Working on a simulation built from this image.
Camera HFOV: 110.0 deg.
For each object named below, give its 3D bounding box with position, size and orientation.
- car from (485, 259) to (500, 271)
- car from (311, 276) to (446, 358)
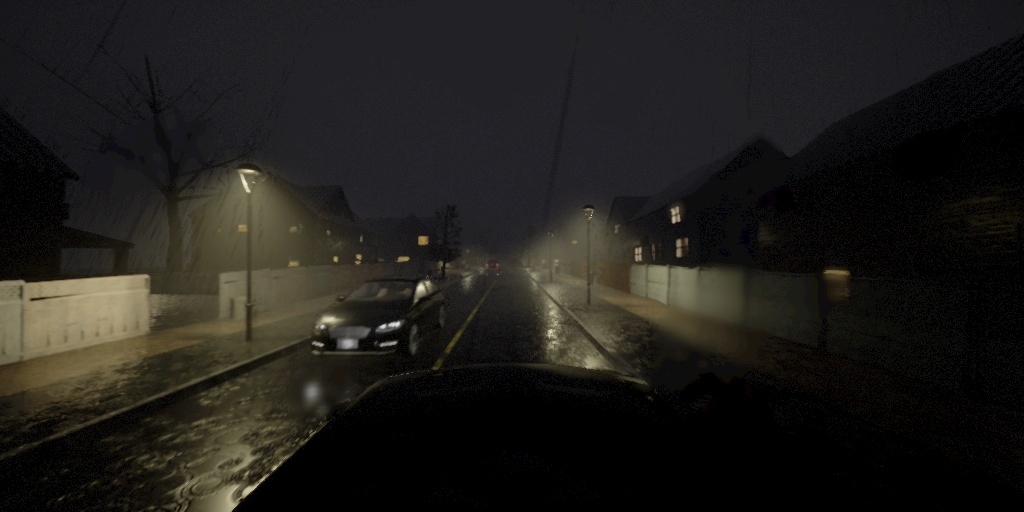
[{"bbox_3d":[-2.832,1.298,53.654,2.097,1.767,4.553,0,0,0],"label":"car"},{"bbox_3d":[-2.845,1.269,8.657,2.128,1.511,4.902,0,0,0],"label":"car"}]
